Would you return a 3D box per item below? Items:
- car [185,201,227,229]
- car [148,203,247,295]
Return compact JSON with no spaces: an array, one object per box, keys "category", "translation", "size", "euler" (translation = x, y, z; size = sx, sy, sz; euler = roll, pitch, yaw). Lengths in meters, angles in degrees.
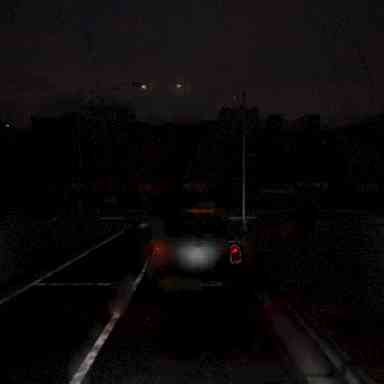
[{"category":"car","translation":[1.109,1.465,22.897],"size":[1.882,1.535,5.008],"euler":[-1,0,15]},{"category":"car","translation":[0.109,1.343,8.876],"size":[2.097,1.767,4.553],"euler":[0,0,0]}]
